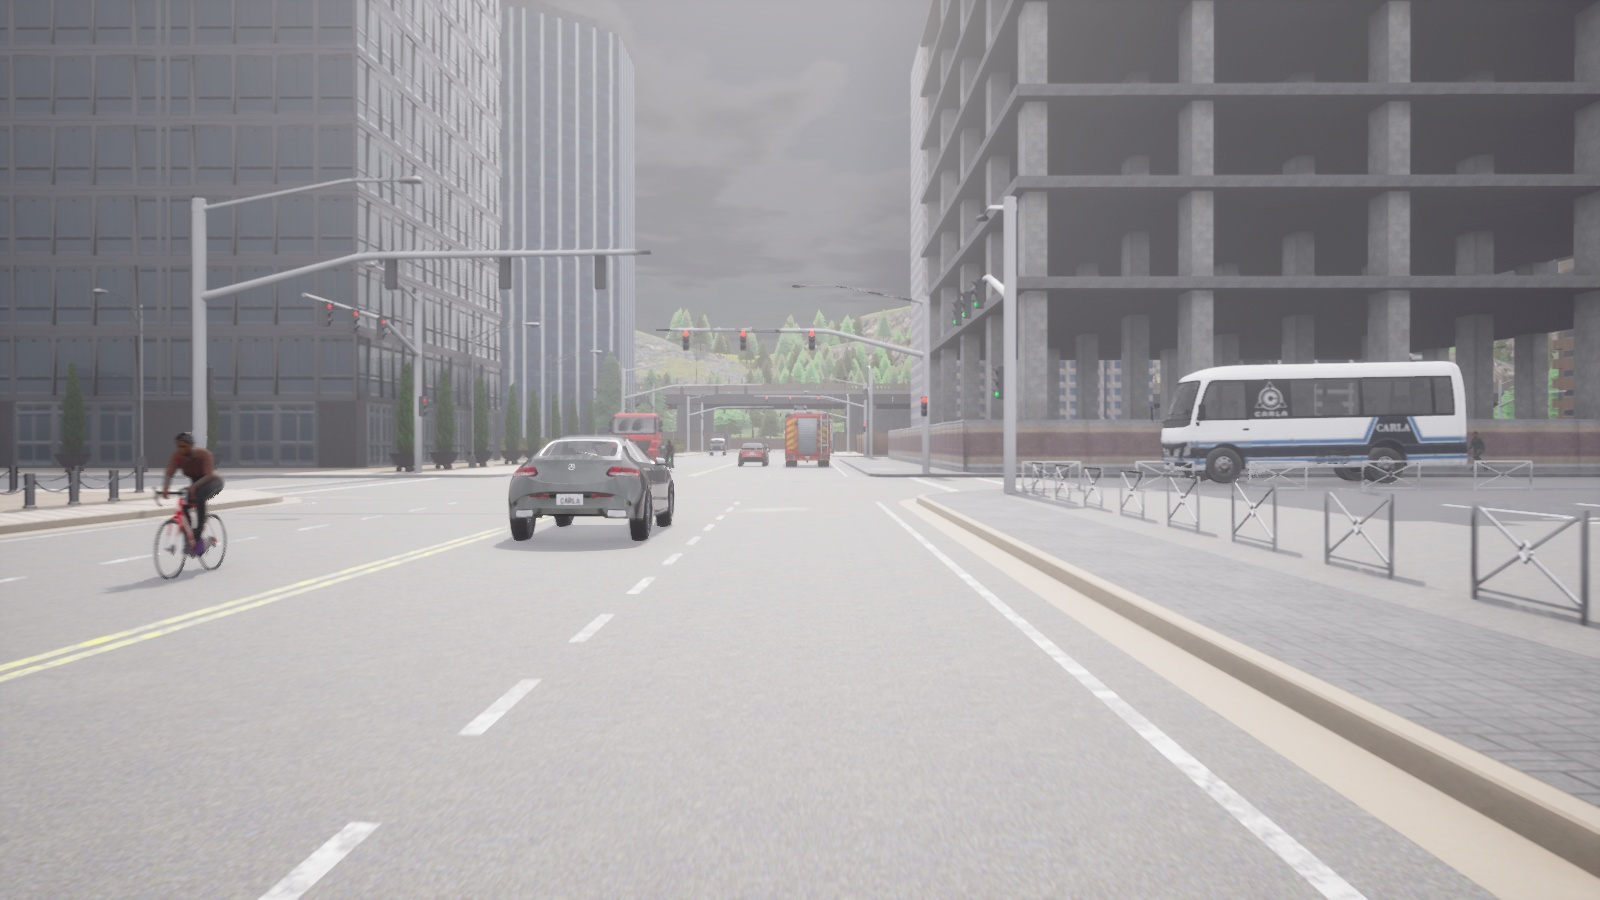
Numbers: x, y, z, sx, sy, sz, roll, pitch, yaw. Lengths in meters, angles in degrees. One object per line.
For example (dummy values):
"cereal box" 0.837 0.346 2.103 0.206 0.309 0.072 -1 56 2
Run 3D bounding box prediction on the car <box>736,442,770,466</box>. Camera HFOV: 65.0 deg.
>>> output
"car" -3.021 0.231 81.601 2.007 1.525 4.514 0 0 0

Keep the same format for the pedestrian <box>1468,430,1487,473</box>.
"pedestrian" 29.150 0.070 54.047 0.614 1.847 0.353 0 0 -6

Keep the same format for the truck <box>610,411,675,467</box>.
"truck" -10.051 -0.699 80.772 2.891 3.462 7.936 0 0 2

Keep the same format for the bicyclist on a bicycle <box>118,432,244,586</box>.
"bicyclist on a bicycle" -6.905 0.614 14.101 0.582 1.620 1.656 0 1 0

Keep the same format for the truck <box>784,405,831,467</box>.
"truck" 0.484 -0.881 82.258 2.891 3.827 8.468 0 0 0

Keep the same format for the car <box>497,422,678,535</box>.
"car" -3.365 0.404 20.948 2.152 1.651 5.027 0 0 0

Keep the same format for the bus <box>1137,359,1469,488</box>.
"bus" 17.824 -0.926 45.162 10.273 4.253 3.944 -1 0 0
